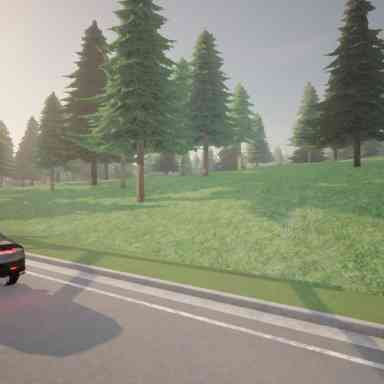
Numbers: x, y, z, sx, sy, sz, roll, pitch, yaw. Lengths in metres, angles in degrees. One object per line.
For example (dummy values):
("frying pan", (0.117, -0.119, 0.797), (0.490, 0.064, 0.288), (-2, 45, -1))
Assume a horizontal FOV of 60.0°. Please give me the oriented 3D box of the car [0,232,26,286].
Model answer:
("car", (-6.015, 1.492, 8.174), (4.902, 1.511, 2.128), (0, 0, 36))
